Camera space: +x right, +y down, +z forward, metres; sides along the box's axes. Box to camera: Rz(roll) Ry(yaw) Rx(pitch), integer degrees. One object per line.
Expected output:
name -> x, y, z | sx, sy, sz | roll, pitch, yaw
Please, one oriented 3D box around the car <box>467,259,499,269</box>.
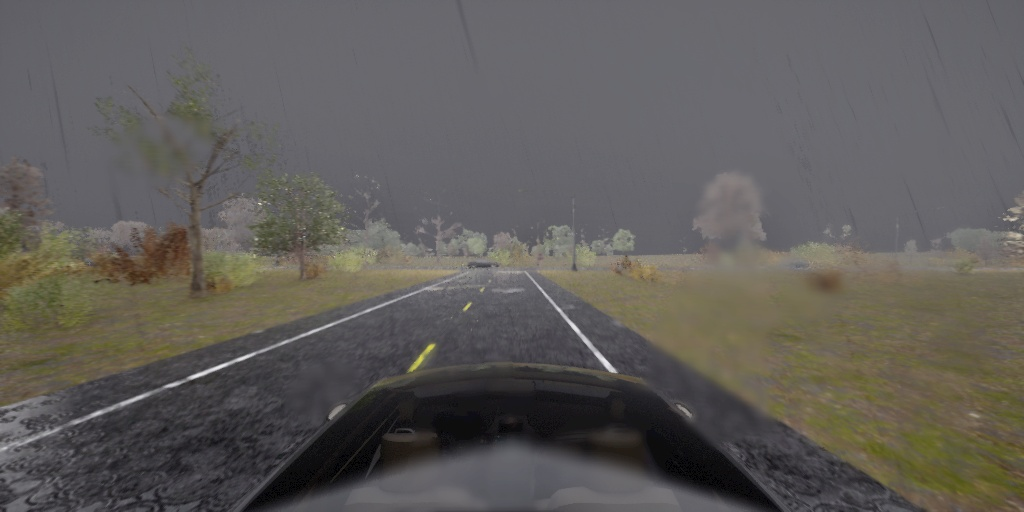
car -> -4.455, 1.246, 55.599 | 5.008, 1.535, 1.882 | 0, 0, -1
